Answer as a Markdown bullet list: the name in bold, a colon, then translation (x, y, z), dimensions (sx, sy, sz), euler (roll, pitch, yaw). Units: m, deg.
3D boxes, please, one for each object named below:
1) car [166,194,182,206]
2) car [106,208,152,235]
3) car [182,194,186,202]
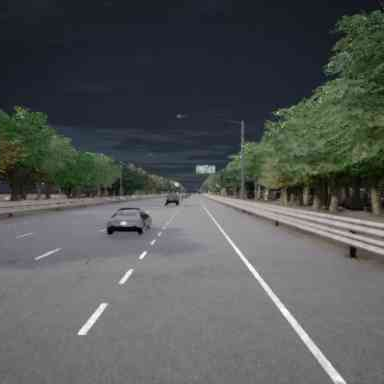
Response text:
- **car**: translation (-3.330, 1.294, 57.780), dimensions (2.150, 2.045, 5.566), euler (0, 0, 0)
- **car**: translation (-3.485, 1.579, 18.994), dimensions (1.994, 1.385, 4.181), euler (0, 0, 0)
- **car**: translation (-3.142, 1.651, 82.901), dimensions (2.033, 1.411, 5.357), euler (0, 0, 1)
